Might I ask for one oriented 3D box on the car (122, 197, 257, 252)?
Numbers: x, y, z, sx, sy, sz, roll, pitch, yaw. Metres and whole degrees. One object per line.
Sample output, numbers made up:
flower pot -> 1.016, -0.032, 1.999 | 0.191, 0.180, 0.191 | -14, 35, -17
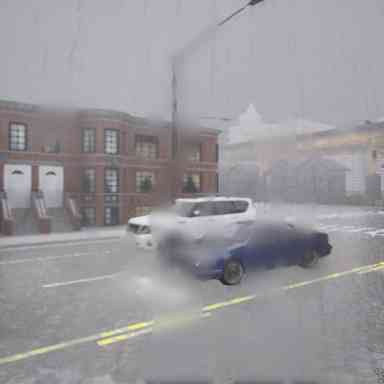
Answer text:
car -> 0.180, 1.211, 12.700 | 5.566, 2.045, 2.150 | 0, 0, -36

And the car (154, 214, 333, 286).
car -> 1.835, 1.541, 9.574 | 5.357, 1.411, 2.033 | 0, 0, -35
